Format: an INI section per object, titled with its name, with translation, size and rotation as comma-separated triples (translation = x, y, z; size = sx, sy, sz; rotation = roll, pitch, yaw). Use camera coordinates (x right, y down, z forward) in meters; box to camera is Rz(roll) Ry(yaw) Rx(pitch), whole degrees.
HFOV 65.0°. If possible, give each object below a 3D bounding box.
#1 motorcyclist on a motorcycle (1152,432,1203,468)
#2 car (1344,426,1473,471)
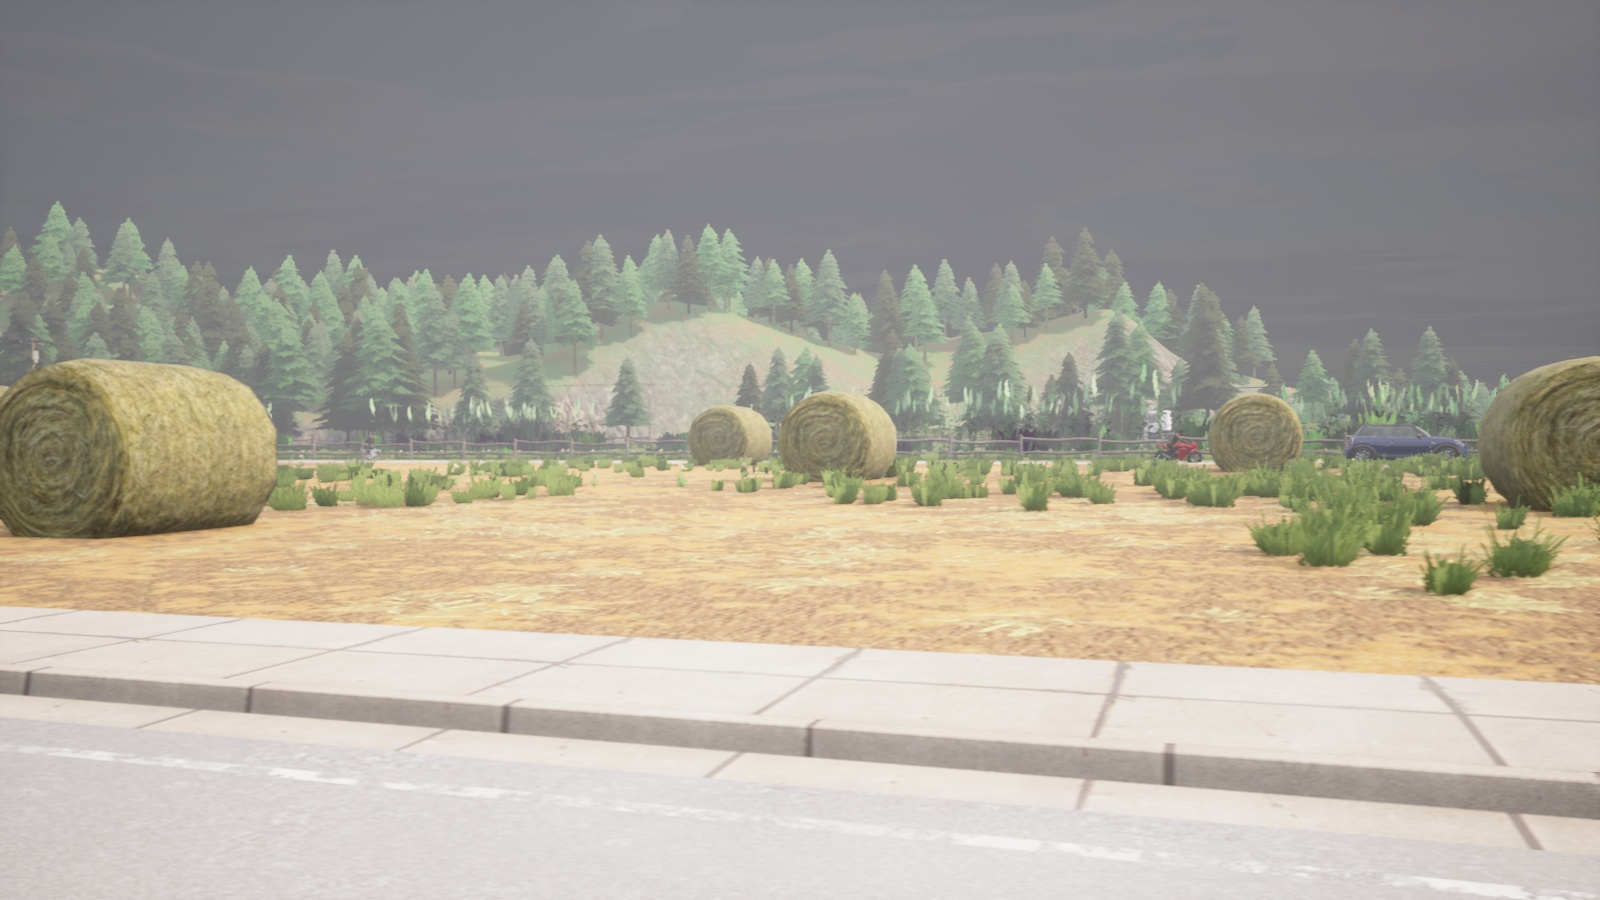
[motorcyclist on a motorcycle]
translation = 16.304, 0.005, 54.203
size = 2.044, 1.523, 0.797
rotation = 0, 1, 22
[car]
translation = 24.522, -0.075, 50.812
size = 4.553, 1.767, 2.097
rotation = 0, 1, 23
